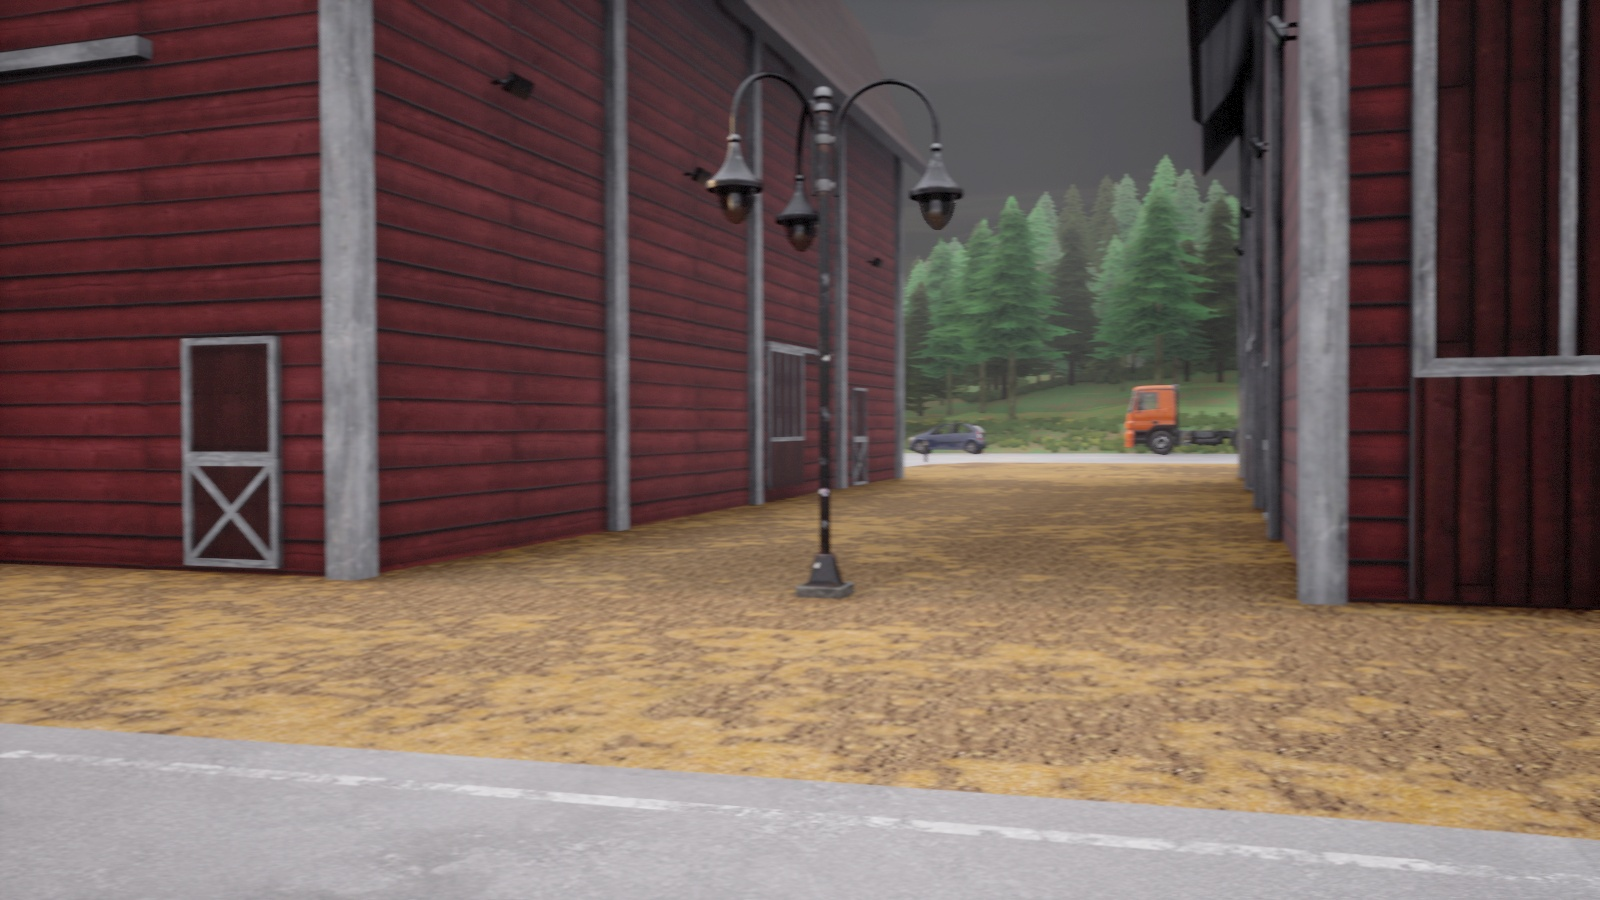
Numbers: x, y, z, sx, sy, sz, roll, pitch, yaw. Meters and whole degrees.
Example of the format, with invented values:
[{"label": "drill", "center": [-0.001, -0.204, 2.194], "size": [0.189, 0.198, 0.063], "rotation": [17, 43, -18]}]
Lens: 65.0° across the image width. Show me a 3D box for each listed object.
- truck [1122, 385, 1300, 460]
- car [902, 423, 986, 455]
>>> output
[{"label": "truck", "center": [19.697, -1.343, 60.498], "size": [7.936, 3.462, 2.891], "rotation": [1, 1, 18]}, {"label": "car", "center": [7.411, -0.574, 64.619], "size": [3.988, 1.617, 1.851], "rotation": [1, 1, 18]}]
